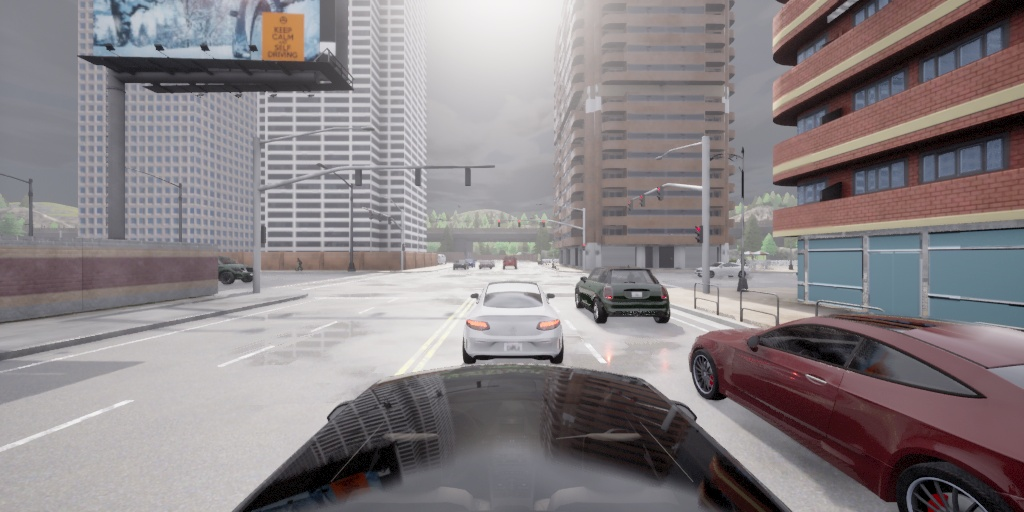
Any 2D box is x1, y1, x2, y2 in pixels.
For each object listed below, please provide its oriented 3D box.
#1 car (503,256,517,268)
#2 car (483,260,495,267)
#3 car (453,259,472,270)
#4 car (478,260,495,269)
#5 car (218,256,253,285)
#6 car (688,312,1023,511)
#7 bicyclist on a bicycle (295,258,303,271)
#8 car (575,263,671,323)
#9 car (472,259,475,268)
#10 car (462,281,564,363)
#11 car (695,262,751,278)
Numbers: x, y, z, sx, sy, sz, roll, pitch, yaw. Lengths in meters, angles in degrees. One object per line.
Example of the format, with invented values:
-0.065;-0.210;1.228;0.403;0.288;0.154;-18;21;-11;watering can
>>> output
-0.348;0.971;58.832;2.150;2.045;5.566;0;0;-1;car
-4.052;1.351;64.993;1.895;1.301;4.718;0;0;0;car
-7.498;1.228;52.970;1.882;1.535;5.008;0;0;0;car
-4.012;1.276;55.012;1.812;1.442;4.674;0;0;-1;car
-21.472;0.972;25.775;5.566;2.045;2.150;0;0;0;car
3.580;1.276;3.482;1.812;1.442;4.674;0;0;0;car
-25.974;1.051;43.748;0.582;1.620;1.656;0;0;0;bicyclist on a bicycle
3.499;1.102;12.201;2.097;1.767;4.553;0;0;0;car
-7.549;1.228;62.991;1.882;1.535;5.008;0;0;0;car
0.017;1.276;7.986;1.812;1.442;4.674;0;0;0;car
19.387;1.276;33.064;4.674;1.442;1.812;0;0;0;car
